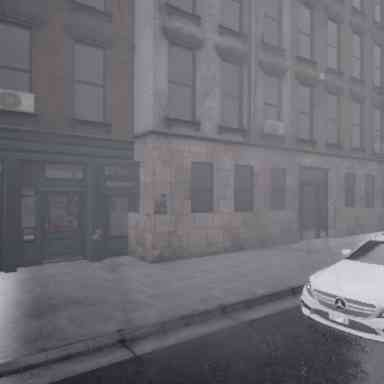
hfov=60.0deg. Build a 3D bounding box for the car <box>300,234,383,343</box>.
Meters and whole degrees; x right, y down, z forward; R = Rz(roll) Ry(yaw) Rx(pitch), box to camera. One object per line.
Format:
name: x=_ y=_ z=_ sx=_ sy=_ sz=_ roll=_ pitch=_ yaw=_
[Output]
car: x=3.992 y=1.529 z=6.112 sx=4.674 sy=1.442 sz=1.812 roll=0 pitch=0 yaw=-36
